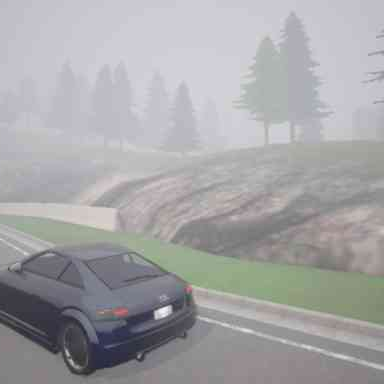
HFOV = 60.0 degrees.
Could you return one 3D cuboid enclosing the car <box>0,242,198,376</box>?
[{"bbox_3d":[-1.941,1.568,5.673,4.181,1.385,1.994,0,0,39],"label":"car"}]
